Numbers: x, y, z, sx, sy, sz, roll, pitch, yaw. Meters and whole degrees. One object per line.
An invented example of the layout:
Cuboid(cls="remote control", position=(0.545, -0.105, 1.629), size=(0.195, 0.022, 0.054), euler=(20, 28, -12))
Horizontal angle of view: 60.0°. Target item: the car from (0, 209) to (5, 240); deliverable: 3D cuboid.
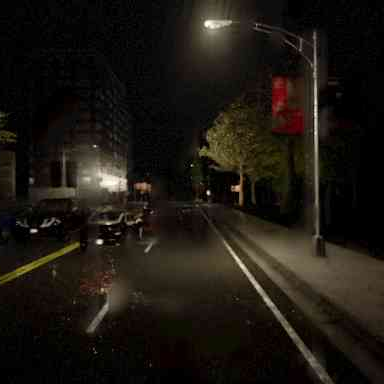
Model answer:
Cuboid(cls="car", position=(-10.047, 1.632, 17.871), size=(1.812, 1.442, 4.674), euler=(0, 0, -1))

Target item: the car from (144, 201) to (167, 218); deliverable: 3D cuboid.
Cuboid(cls="car", position=(-3.517, 1.602, 31.639), size=(1.837, 1.490, 4.892), euler=(0, 0, -1))

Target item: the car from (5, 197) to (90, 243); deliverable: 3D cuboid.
Cuboid(cls="car", position=(-6.789, 1.301, 16.958), size=(2.150, 2.045, 5.566), euler=(0, 0, -1))

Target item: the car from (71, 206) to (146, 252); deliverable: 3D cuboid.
Cuboid(cls="car", position=(-3.305, 1.549, 14.202), size=(1.837, 1.490, 4.892), euler=(0, -1, -1))
